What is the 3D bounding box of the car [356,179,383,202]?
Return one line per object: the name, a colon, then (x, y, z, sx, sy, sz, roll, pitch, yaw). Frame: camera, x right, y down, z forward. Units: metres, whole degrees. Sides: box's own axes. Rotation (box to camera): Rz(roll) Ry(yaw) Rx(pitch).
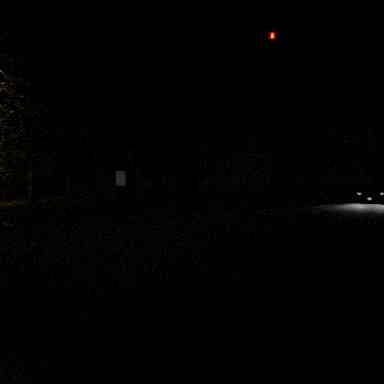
car: (12.464, -0.174, 20.621, 5.357, 1.411, 2.033, -5, 3, -32)
